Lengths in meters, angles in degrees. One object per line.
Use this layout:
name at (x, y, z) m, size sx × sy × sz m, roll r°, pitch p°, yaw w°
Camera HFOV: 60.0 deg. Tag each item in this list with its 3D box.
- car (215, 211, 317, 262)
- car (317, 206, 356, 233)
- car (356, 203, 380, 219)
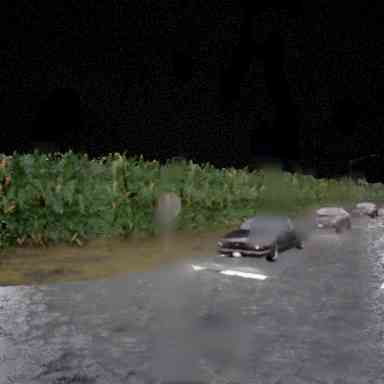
car at (2.987, 1.657, 12.999) m, size 2.033 × 1.411 × 5.357 m, roll -1°, pitch -1°, yaw 35°
car at (8.735, 1.681, 21.036) m, size 1.812 × 1.442 × 4.674 m, roll -1°, pitch -1°, yaw 36°
car at (16.940, 1.784, 32.527) m, size 1.812 × 1.442 × 4.674 m, roll -1°, pitch -1°, yaw 36°
